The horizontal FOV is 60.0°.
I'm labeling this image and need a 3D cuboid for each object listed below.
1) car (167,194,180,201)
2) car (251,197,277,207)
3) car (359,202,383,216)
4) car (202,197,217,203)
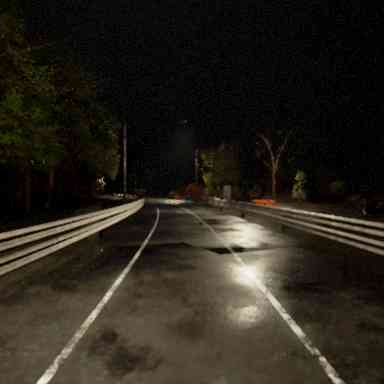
[{"bbox_3d":[-4.912,1.354,87.965,2.097,1.767,4.553,0,0,-24],"label":"car"},{"bbox_3d":[11.212,1.533,51.969,2.097,1.767,4.553,0,0,-24],"label":"car"},{"bbox_3d":[19.367,1.767,33.761,1.837,1.490,4.892,0,0,-24],"label":"car"},{"bbox_3d":[3.840,1.711,68.422,1.895,1.301,4.718,0,0,-24],"label":"car"}]
